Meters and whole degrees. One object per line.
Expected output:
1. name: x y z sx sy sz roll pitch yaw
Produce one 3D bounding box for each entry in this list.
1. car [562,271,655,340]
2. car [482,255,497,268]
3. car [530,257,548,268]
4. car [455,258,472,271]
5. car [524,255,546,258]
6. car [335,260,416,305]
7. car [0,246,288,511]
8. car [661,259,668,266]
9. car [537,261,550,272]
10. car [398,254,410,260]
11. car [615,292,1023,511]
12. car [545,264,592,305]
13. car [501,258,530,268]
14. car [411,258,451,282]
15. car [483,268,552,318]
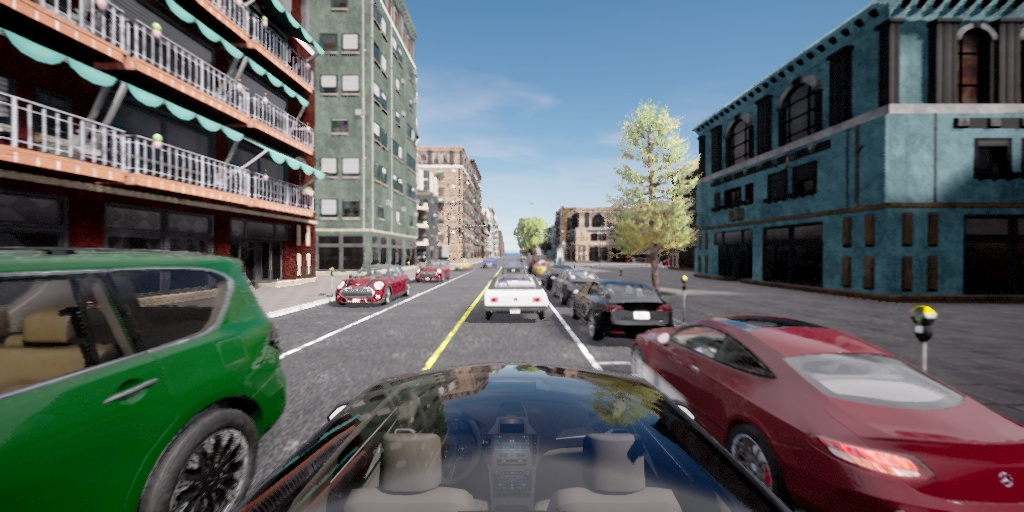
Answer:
1. car: 2.691 1.256 9.536 1.948 1.339 4.313 0 0 0
2. car: -2.999 0.936 49.363 1.812 1.442 4.674 0 0 0
3. car: 2.691 1.056 31.862 1.751 1.417 4.829 0 0 0
4. car: -5.690 0.976 42.602 1.751 1.417 4.829 0 0 0
5. car: 2.692 0.805 37.231 2.192 1.841 5.009 0 0 0
6. car: -5.690 1.090 15.074 1.967 1.591 4.097 0 0 0
7. car: -3.100 0.977 0.935 2.150 2.045 5.566 0 0 0
8. car: 26.149 1.016 57.258 4.507 1.381 1.888 0 0 0
9. car: 2.691 1.176 20.613 1.948 1.339 4.313 0 0 0
10. car: -17.275 0.611 57.002 5.009 1.841 2.192 0 0 0
11. car: 2.691 1.314 3.996 1.802 1.307 4.207 0 0 0
12. car: 2.691 1.201 15.073 2.007 1.370 4.403 0 0 0
13. car: 0.100 1.096 29.125 2.033 1.411 5.357 0 0 0
14. car: -5.689 1.010 26.153 1.967 1.591 4.097 0 0 0
15. car: 0.099 1.270 12.474 1.895 1.301 4.718 0 0 0
